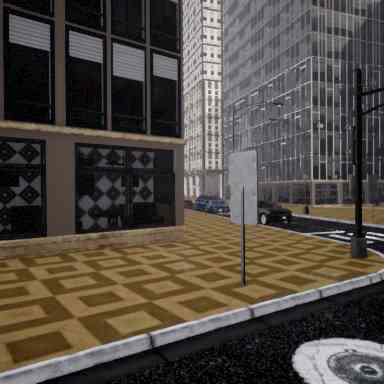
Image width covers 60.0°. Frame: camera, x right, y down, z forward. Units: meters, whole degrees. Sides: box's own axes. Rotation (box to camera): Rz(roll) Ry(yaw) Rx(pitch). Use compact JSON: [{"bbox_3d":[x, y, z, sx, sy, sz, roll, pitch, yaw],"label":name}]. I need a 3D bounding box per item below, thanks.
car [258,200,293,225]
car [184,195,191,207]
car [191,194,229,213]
[{"bbox_3d":[4.884,1.278,22.851,1.882,1.535,5.008,-1,1,-19],"label":"car"},{"bbox_3d":[-1.318,1.094,41.344,1.994,1.385,4.181,-1,1,-18],"label":"car"},{"bbox_3d":[1.835,1.020,31.924,2.097,1.767,4.553,-1,1,-19],"label":"car"}]
